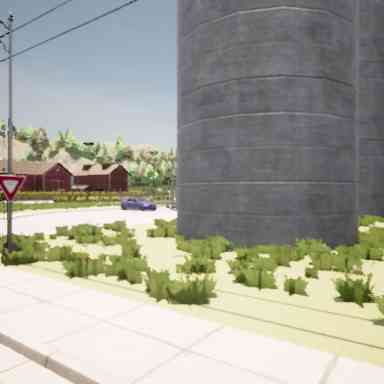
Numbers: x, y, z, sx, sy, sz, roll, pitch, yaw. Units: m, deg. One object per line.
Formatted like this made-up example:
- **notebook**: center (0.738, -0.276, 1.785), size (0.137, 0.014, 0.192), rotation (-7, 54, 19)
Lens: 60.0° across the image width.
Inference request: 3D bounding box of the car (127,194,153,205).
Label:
- **car**: center (-9.207, 1.227, 58.681), size (4.605, 1.855, 1.932), rotation (0, 0, 35)

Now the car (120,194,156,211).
- **car**: center (-6.392, 1.424, 39.597), size (4.611, 1.667, 2.242), rotation (0, 0, 35)

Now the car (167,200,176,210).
- **car**: center (-1.019, 1.443, 40.117), size (2.128, 1.511, 4.902), rotation (0, 0, 35)
